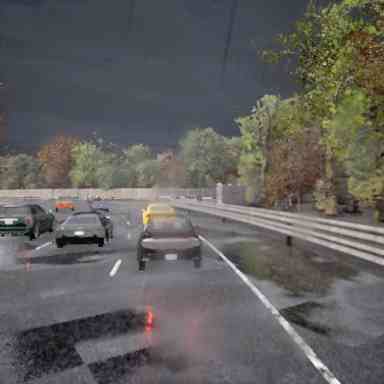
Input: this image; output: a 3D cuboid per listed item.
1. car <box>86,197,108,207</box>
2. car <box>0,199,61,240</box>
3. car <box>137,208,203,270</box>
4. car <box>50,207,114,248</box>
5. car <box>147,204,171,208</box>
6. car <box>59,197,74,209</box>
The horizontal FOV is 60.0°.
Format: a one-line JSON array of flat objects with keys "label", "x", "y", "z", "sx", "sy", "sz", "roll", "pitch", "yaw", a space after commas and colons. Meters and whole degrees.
[{"label": "car", "x": -10.757, "y": 1.603, "z": 38.396, "sx": 2.033, "sy": 1.411, "sz": 5.357, "roll": 0, "pitch": 0, "yaw": -21}, {"label": "car", "x": -8.551, "y": 1.390, "z": 17.103, "sx": 2.097, "sy": 1.767, "sz": 4.553, "roll": 0, "pitch": 0, "yaw": -8}, {"label": "car", "x": -0.799, "y": 1.500, "z": 11.175, "sx": 2.128, "sy": 1.511, "sz": 4.902, "roll": 0, "pitch": 0, "yaw": -6}, {"label": "car", "x": -4.715, "y": 1.588, "z": 15.089, "sx": 1.994, "sy": 1.385, "sz": 4.181, "roll": 0, "pitch": 0, "yaw": -8}, {"label": "car", "x": -2.123, "y": 1.495, "z": 21.026, "sx": 1.882, "sy": 1.535, "sz": 5.008, "roll": 0, "pitch": 0, "yaw": -10}, {"label": "car", "x": -16.315, "y": 1.429, "z": 42.480, "sx": 2.097, "sy": 1.767, "sz": 4.553, "roll": 0, "pitch": 0, "yaw": -24}]
